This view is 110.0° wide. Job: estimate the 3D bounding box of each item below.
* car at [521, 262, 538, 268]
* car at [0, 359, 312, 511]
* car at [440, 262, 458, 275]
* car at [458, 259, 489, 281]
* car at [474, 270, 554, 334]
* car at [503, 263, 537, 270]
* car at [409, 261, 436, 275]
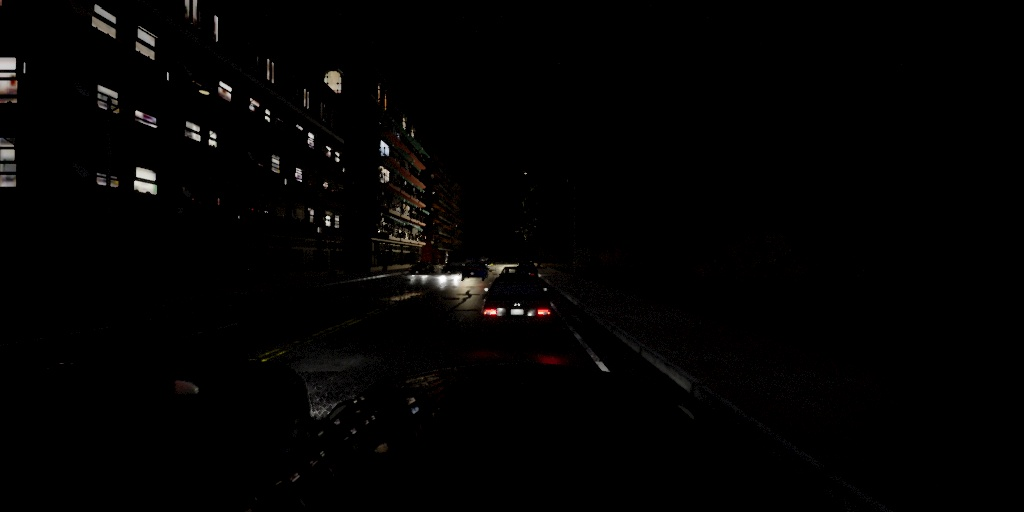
[{"bbox_3d":[1.174,1.259,30.666,1.837,1.490,4.892,0,0,0],"label":"car"},{"bbox_3d":[-3.150,1.313,2.151,1.994,1.385,4.181,0,0,0],"label":"car"},{"bbox_3d":[-6.554,1.355,39.371,1.895,1.301,4.718,0,0,0],"label":"car"},{"bbox_3d":[-3.114,1.232,30.519,1.882,1.535,5.008,0,0,0],"label":"car"},{"bbox_3d":[0.113,1.299,10.538,2.033,1.411,5.357,0,0,0],"label":"car"},{"bbox_3d":[0.124,1.301,20.899,2.033,1.411,5.357,0,0,0],"label":"car"},{"bbox_3d":[-9.801,1.301,39.645,2.033,1.411,5.357,0,0,0],"label":"car"}]
